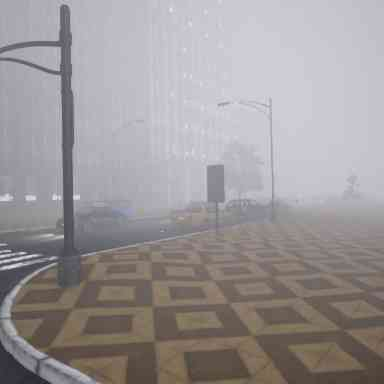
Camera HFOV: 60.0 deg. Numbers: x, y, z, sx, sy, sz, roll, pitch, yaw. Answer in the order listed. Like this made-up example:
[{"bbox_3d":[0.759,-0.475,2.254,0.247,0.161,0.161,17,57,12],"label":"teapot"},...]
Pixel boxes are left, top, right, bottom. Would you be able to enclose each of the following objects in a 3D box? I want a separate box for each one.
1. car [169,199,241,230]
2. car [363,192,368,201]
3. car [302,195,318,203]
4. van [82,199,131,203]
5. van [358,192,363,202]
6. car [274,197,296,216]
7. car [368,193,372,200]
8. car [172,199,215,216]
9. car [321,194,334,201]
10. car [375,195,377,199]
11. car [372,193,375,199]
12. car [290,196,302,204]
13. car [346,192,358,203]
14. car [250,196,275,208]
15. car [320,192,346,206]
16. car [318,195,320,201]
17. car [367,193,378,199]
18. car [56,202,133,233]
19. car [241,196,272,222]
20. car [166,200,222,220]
[{"bbox_3d":[0.768,1.318,19.015,1.752,1.417,4.829,-2,-1,35],"label":"car"},{"bbox_3d":[32.386,0.980,64.840,1.967,1.590,4.097,-2,-1,35],"label":"car"},{"bbox_3d":[22.537,1.233,64.806,1.967,1.590,4.097,-2,-1,35],"label":"car"},{"bbox_3d":[-6.005,1.363,23.332,1.690,1.788,3.998,-2,-1,35],"label":"van"},{"bbox_3d":[29.202,0.904,60.251,1.690,1.788,3.998,-2,-1,35],"label":"van"},{"bbox_3d":[7.004,1.320,28.076,1.802,1.307,4.206,-2,-1,35],"label":"car"},{"bbox_3d":[35.572,0.832,69.427,2.192,1.841,5.009,-2,-1,35],"label":"car"},{"bbox_3d":[0.245,1.492,32.407,1.752,1.417,4.829,-2,-1,35],"label":"car"},{"bbox_3d":[32.053,1.271,78.630,1.887,1.381,4.507,-2,-1,35],"label":"car"},{"bbox_3d":[42.041,0.999,78.740,1.752,1.417,4.829,-2,-1,35],"label":"car"},{"bbox_3d":[38.780,1.060,73.998,1.947,1.339,4.313,-2,-1,35],"label":"car"},{"bbox_3d":[16.197,1.389,55.588,2.008,1.369,4.403,-2,-1,35],"label":"car"},{"bbox_3d":[26.011,1.027,55.669,1.967,1.590,4.097,-2,-1,35],"label":"car"},{"bbox_3d":[9.852,1.328,46.373,1.967,1.590,4.097,-2,-1,35],"label":"car"},{"bbox_3d":[19.772,1.159,46.611,1.752,1.417,4.829,-2,-1,35],"label":"car"},{"bbox_3d":[25.710,1.314,69.414,1.887,1.381,4.507,-2,-1,35],"label":"car"},{"bbox_3d":[45.111,1.004,83.200,2.008,1.369,4.403,-2,-1,35],"label":"car"},{"bbox_3d":[-5.657,1.528,19.234,1.994,1.385,4.181,-2,-1,35],"label":"car"},{"bbox_3d":[3.835,1.206,23.476,1.967,1.590,4.097,-2,-1,35],"label":"car"},{"bbox_3d":[0.323,1.458,27.918,2.033,1.411,5.357,-2,-1,35],"label":"car"}]
